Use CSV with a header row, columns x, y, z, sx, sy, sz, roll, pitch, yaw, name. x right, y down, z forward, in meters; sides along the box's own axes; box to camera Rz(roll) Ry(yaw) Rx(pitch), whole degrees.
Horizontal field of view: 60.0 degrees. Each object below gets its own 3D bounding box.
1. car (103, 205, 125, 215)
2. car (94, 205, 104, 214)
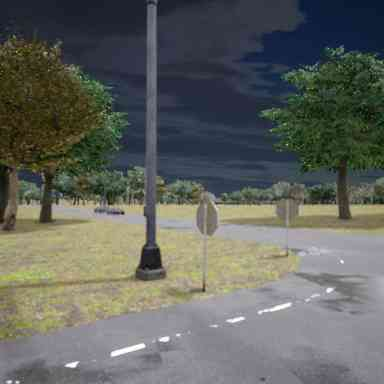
x,y,z,sx,sy,sz,roll,pitch,yaw,name
-12.737,3.105,55.329,1.994,1.385,4.181,2,-2,-32,car
-16.546,3.146,61.105,2.128,1.511,4.902,2,-2,-33,car
